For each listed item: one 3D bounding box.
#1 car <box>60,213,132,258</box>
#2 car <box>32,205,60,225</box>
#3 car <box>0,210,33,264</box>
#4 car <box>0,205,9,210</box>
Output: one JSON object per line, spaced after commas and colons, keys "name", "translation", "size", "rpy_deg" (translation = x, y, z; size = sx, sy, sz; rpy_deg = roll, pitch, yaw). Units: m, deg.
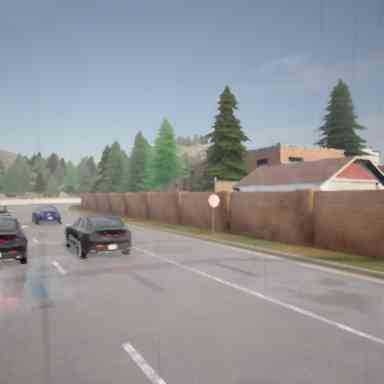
{"name": "car", "translation": [-3.950, 1.666, 13.635], "size": [1.837, 1.490, 4.892], "rpy_deg": [1, -1, -30]}
{"name": "car", "translation": [-11.867, 1.820, 27.154], "size": [1.812, 1.442, 4.674], "rpy_deg": [1, -1, -30]}
{"name": "car", "translation": [-6.969, 1.626, 11.863], "size": [1.837, 1.490, 4.892], "rpy_deg": [1, -1, -30]}
{"name": "car", "translation": [-14.534, 1.740, 24.774], "size": [2.128, 1.511, 4.902], "rpy_deg": [1, -1, -30]}
